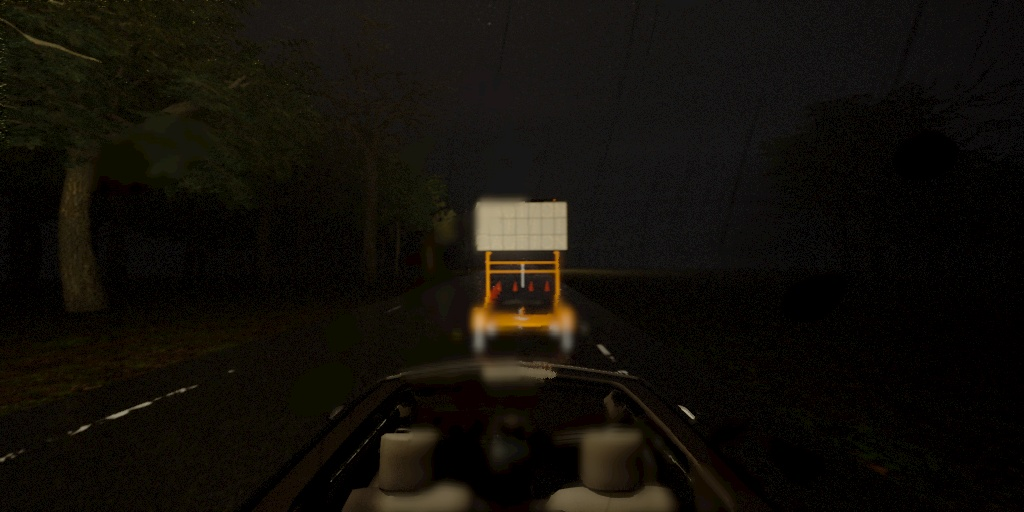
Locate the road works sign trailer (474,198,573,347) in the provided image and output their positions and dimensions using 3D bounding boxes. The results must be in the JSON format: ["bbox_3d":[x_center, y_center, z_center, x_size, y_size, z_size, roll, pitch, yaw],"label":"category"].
[{"bbox_3d":[0.295,0.291,9.508,2.380,3.560,2.880,0,0,2],"label":"road works sign trailer"}]
